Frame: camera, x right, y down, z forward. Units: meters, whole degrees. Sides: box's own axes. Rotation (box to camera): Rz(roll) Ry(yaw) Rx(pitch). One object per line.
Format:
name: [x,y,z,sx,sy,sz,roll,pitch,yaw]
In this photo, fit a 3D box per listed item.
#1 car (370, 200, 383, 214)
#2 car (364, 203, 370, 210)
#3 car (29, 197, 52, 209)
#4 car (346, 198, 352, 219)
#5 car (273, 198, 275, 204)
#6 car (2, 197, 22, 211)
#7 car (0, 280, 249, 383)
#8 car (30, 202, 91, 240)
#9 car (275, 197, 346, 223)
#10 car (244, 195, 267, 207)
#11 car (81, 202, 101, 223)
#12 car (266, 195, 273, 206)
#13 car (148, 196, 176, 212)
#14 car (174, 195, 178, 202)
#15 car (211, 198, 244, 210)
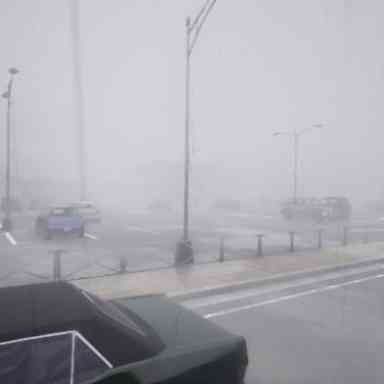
car: [22.150,1.587,35.030,2.152,1.636,5.027,1,0,-33]
car: [26.607,1.842,46.695,2.007,1.523,4.514,1,0,-33]
car: [-18.029,1.383,39.778,2.152,1.636,5.027,1,0,-33]
car: [11.410,1.363,28.081,1.905,1.878,3.866,1,0,-33]
car: [15.344,1.553,51.331,1.932,1.855,4.605,1,0,-33]
car: [-20.634,1.356,38.030,2.007,1.523,4.514,1,0,-33]
car: [-1.876,1.595,2.740,4.718,1.301,1.895,1,0,-33]
car: [-6.485,1.412,16.176,1.845,1.501,3.633,1,0,-33]
car: [9.194,1.350,26.157,1.932,1.855,4.605,1,0,-33]
car: [10.703,1.809,58.428,1.970,1.475,3.806,1,0,-33]
car: [-8.014,1.450,24.026,1.970,1.475,3.806,1,0,-33]
car: [13.829,1.564,59.722,1.905,1.878,3.866,1,0,-33]
car: [-3.915,1.515,39.769,1.845,1.501,3.633,1,0,-33]
car: [-4.184,1.945,88.564,4.611,1.667,2.242,1,0,-33]
car: [4.497,1.609,45.161,2.007,1.523,4.514,1,0,-33]
